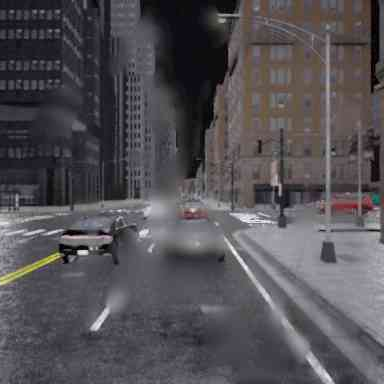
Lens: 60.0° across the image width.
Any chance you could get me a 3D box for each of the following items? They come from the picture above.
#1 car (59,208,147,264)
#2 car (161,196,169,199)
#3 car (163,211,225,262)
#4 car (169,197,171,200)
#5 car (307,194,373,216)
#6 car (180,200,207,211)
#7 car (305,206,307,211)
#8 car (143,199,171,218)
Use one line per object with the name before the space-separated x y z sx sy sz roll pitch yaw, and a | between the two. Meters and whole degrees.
car | -3.147 1.546 12.032 2.128 1.511 4.902 0 0 0
car | -6.484 1.865 67.790 2.033 1.411 5.357 0 0 0
car | 0.104 1.619 12.330 1.994 1.385 4.181 0 0 0
car | -6.479 1.748 83.185 2.097 1.767 4.553 0 0 0
car | 14.623 1.234 32.485 5.566 2.045 2.150 0 0 -1
car | 0.098 1.447 27.128 2.097 1.767 4.553 0 0 0
car | 14.624 1.374 35.730 4.553 1.767 2.097 0 0 -1
car | -3.144 1.653 29.486 1.812 1.442 4.674 0 0 0
